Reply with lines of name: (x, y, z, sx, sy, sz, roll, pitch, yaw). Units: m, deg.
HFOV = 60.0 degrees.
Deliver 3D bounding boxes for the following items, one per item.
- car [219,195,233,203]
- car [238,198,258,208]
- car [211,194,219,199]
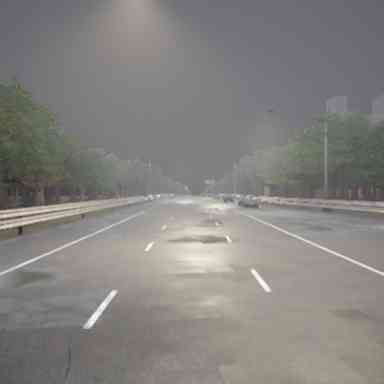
car: (6.890, 1.304, 64.108, 1.837, 1.490, 4.892, 0, 0, 1)
car: (7.547, 1.447, 45.092, 1.994, 1.385, 4.181, 0, 0, -4)
car: (7.021, 1.350, 91.936, 1.994, 1.385, 4.181, 0, 0, 0)
